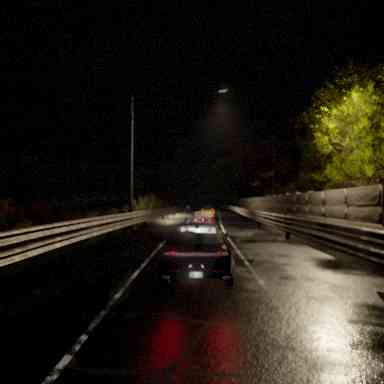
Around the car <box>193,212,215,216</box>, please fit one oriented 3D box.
[{"bbox_3d":[0.412,2.038,18.919,1.895,1.301,4.718,0,-2,2],"label":"car"}]

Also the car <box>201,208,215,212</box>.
[{"bbox_3d":[1.025,2.377,29.350,1.895,1.301,4.718,0,-2,3],"label":"car"}]

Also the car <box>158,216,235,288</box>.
[{"bbox_3d":[0.138,1.649,9.677,2.128,1.511,4.902,0,-1,1],"label":"car"}]
